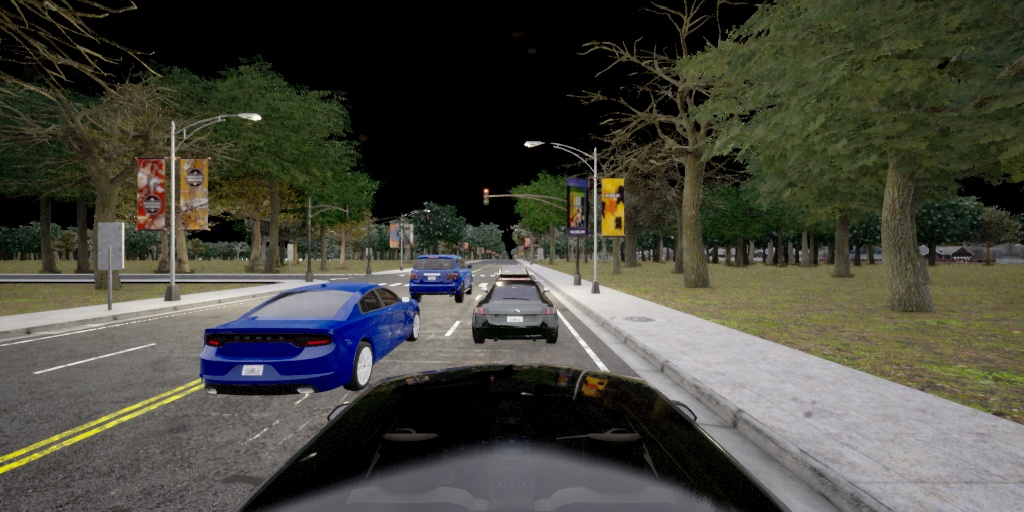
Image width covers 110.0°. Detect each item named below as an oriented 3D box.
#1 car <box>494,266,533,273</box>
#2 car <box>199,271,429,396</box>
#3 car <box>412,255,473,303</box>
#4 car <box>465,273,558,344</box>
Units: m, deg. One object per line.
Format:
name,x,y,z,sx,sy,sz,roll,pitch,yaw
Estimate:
car,0.099,1.244,18.533,2.128,1.511,4.902,0,0,0
car,-3.149,1.228,6.805,1.882,1.535,5.008,0,0,0
car,-3.151,0.974,16.791,2.150,2.045,5.566,0,0,0
car,0.094,1.315,9.631,1.994,1.385,4.181,0,0,1
